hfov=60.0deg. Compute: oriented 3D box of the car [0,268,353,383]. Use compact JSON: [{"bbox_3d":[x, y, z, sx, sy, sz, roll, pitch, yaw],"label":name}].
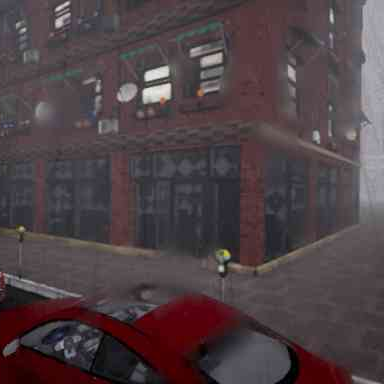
[{"bbox_3d":[-0.662,1.581,3.183,4.206,1.307,1.802,0,1,36],"label":"car"}]
